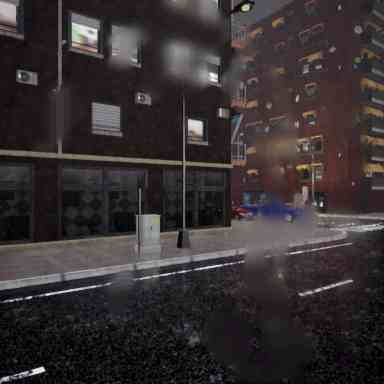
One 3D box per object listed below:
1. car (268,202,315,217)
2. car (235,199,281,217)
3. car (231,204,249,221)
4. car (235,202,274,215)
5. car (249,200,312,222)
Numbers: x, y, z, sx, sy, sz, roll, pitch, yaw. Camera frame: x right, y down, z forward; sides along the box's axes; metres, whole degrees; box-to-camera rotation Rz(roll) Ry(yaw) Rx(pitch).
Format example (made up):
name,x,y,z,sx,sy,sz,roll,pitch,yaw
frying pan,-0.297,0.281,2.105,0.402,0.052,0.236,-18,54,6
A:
name,x,y,z,sx,sy,sz,roll,pitch,yaw
car,10.448,1.827,35.082,1.887,1.381,4.507,-1,0,-36
car,6.978,1.663,35.429,2.097,1.767,4.553,0,-1,-36
car,3.681,1.861,30.196,1.802,1.307,4.206,-1,0,-36
car,7.333,1.918,39.395,1.947,1.339,4.313,-1,0,-36
car,7.713,1.713,28.997,1.882,1.535,5.008,0,-1,-36
